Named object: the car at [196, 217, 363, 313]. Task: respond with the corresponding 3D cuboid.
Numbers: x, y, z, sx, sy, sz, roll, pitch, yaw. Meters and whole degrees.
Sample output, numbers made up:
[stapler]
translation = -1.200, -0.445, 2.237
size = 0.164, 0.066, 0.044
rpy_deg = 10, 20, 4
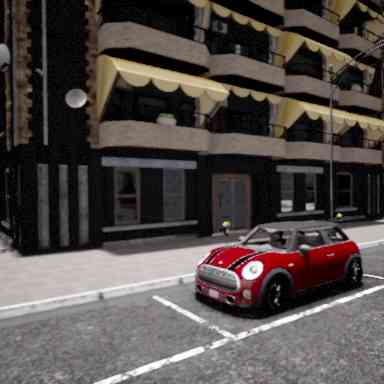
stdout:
[car]
translation = 2.039, 1.430, 7.568
size = 4.097, 1.590, 1.967
rpy_deg = 0, -1, -36
